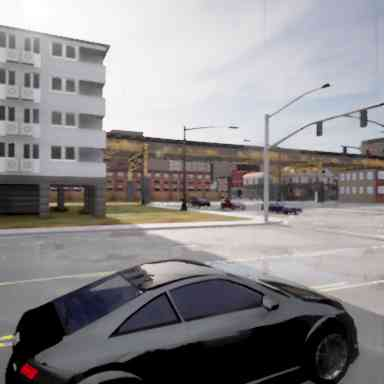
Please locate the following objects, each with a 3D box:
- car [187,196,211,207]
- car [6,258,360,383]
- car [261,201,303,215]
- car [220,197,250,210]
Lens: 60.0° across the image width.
[{"bbox_3d":[1.430,1.778,55.822,2.033,1.411,5.357,0,0,-20],"label":"car"},{"bbox_3d":[0.075,1.581,4.152,4.181,1.385,1.994,0,0,-28],"label":"car"},{"bbox_3d":[9.966,1.753,37.384,2.033,1.411,5.357,0,0,-26],"label":"car"},{"bbox_3d":[5.648,1.743,46.465,1.812,1.442,4.674,0,0,-25],"label":"car"}]
